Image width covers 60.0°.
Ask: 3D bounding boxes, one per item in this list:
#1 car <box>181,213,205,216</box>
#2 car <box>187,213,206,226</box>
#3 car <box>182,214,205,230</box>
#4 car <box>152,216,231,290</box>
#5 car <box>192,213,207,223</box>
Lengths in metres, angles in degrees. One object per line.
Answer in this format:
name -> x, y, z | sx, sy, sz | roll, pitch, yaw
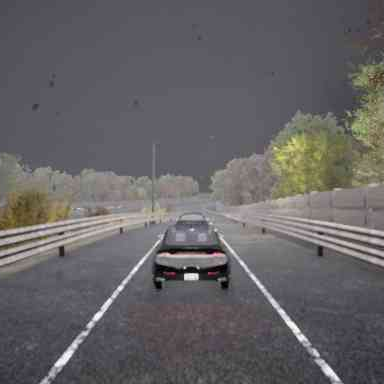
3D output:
car -> 0.026, 2.014, 20.287 | 1.882, 1.535, 5.008 | 0, -3, 1
car -> 0.619, 3.095, 38.032 | 2.033, 1.411, 5.357 | 0, -4, 3
car -> 0.212, 2.651, 29.870 | 1.895, 1.301, 4.718 | 0, -3, 2
car -> -0.018, 1.649, 9.508 | 2.128, 1.511, 4.902 | 0, -1, 0
car -> 1.146, 3.736, 47.625 | 1.895, 1.301, 4.718 | 0, -3, 4
